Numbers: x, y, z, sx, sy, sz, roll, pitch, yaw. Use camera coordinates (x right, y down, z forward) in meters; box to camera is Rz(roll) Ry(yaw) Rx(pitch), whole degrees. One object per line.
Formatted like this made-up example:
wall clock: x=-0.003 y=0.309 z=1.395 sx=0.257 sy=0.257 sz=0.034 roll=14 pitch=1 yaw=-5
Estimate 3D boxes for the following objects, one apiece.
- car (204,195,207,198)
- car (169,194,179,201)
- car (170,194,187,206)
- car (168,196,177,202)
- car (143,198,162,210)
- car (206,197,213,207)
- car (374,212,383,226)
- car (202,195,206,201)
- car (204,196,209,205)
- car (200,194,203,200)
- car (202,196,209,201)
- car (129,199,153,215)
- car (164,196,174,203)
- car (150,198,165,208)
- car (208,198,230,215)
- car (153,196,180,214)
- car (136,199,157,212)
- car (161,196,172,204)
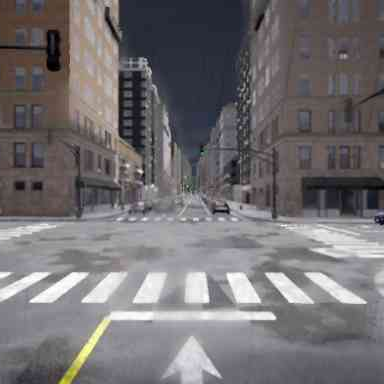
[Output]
car: x=3.199 y=1.628 z=51.570 sx=1.887 sy=1.381 sz=4.507 roll=1 pitch=0 yaw=1
car: x=-4.832 y=1.451 z=90.373 sx=2.192 sy=1.841 sz=5.009 roll=1 pitch=0 yaw=1
car: x=-2.444 y=1.583 z=56.553 sx=2.128 sy=1.511 sz=4.902 roll=0 pitch=0 yaw=1
car: x=-4.904 y=1.695 z=84.844 sx=1.947 sy=1.339 sz=4.313 roll=1 pitch=0 yaw=1
car: x=-5.397 y=1.627 z=46.142 sx=2.008 sy=1.369 sz=4.403 roll=1 pitch=0 yaw=1
car: x=3.058 y=1.611 z=40.510 sx=1.887 sy=1.381 sz=4.507 roll=1 pitch=0 yaw=1
car: x=15.326 y=1.678 z=23.002 sx=5.008 sy=1.535 sz=1.882 roll=0 pitch=-1 yaw=0
car: x=3.339 y=1.665 z=62.631 sx=1.947 sy=1.339 sz=4.313 roll=1 pitch=0 yaw=1
car: x=3.128 y=1.626 z=46.040 sx=2.008 sy=1.369 sz=4.403 roll=1 pitch=0 yaw=1
car: x=3.480 y=1.664 z=73.691 sx=2.008 sy=1.369 sz=4.403 roll=1 pitch=0 yaw=1
car: x=3.690 y=1.716 z=90.282 sx=1.802 sy=1.307 sz=4.206 roll=1 pitch=0 yaw=1
car: x=-5.538 y=1.641 z=35.084 sx=1.802 sy=1.307 sz=4.206 roll=1 pitch=0 yaw=1
car: x=-5.045 y=1.681 z=73.786 sx=1.947 sy=1.339 sz=4.313 roll=1 pitch=0 yaw=1
car: x=-5.326 y=1.629 z=51.670 sx=1.887 sy=1.381 sz=4.507 roll=1 pitch=0 yaw=1
car: x=2.988 y=1.624 z=34.980 sx=1.947 sy=1.339 sz=4.313 roll=1 pitch=0 yaw=1
car: x=-2.748 y=1.561 z=35.665 sx=1.837 sy=1.490 sz=4.892 roll=0 pitch=1 yaw=4
car: x=-5.467 y=1.633 z=40.613 sx=1.947 sy=1.339 sz=4.313 roll=1 pitch=0 yaw=1
car: x=-5.117 y=1.632 z=68.087 sx=1.752 sy=1.417 sz=4.829 roll=1 pitch=0 yaw=1
